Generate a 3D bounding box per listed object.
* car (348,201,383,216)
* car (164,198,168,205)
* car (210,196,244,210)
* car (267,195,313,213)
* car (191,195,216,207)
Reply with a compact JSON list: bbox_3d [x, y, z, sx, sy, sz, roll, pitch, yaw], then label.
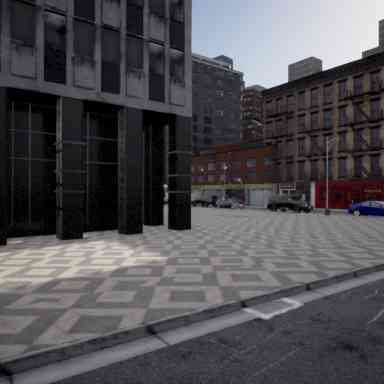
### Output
[{"bbox_3d":[17.180,1.576,30.847,1.882,1.535,5.008,0,-1,-37],"label":"car"},{"bbox_3d":[-4.045,1.842,65.059,1.837,1.490,4.892,0,0,-36],"label":"car"},{"bbox_3d":[5.291,1.725,47.098,2.128,1.511,4.902,0,0,-36],"label":"car"},{"bbox_3d":[11.329,1.391,38.845,2.150,2.045,5.566,0,-1,-36],"label":"car"},{"bbox_3d":[2.176,1.520,56.661,2.150,2.045,5.566,0,0,-36],"label":"car"}]
